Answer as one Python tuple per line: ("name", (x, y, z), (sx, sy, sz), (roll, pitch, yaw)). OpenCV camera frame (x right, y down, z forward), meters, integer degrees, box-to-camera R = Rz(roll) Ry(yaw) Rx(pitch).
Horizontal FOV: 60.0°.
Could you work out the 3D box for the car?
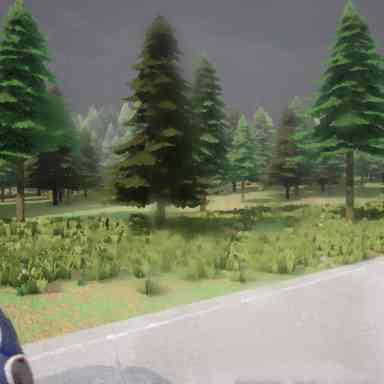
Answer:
("car", (-3.249, 1.352, 1.643), (4.553, 1.767, 2.097), (0, 0, -36))
